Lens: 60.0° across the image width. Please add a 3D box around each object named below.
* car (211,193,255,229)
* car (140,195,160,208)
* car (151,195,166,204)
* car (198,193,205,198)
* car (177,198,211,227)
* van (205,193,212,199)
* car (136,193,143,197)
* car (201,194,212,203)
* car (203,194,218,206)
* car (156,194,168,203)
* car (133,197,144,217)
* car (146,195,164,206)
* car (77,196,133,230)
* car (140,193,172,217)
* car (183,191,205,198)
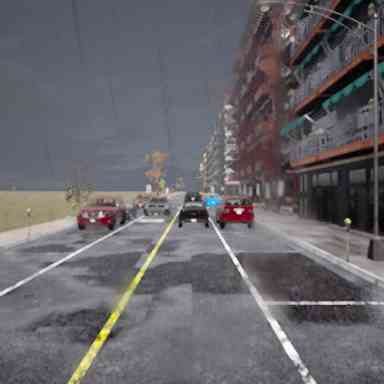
[{"bbox_3d":[2.583,1.179,20.600,2.192,1.841,5.009,1,0,0],"label":"car"},{"bbox_3d":[-5.292,1.162,42.381,1.967,1.590,4.097,1,0,0],"label":"car"},{"bbox_3d":[-5.291,1.194,53.454,1.887,1.381,4.507,1,0,0],"label":"car"},{"bbox_3d":[2.601,0.951,91.929,2.008,1.369,4.403,1,0,0],"label":"car"},{"bbox_3d":[0.106,1.364,21.671,1.837,1.490,4.892,0,1,0],"label":"car"},{"bbox_3d":[2.589,1.060,42.780,1.690,1.788,3.998,1,0,0],"label":"van"},{"bbox_3d":[-5.293,1.073,36.844,2.192,1.841,5.009,1,0,0],"label":"car"},{"bbox_3d":[2.592,1.135,59.585,1.752,1.417,4.829,1,0,0],"label":"car"},{"bbox_3d":[2.589,1.123,48.325,1.967,1.590,4.097,1,0,0],"label":"car"},{"bbox_3d":[-5.289,1.140,58.820,1.752,1.417,4.829,1,0,0],"label":"car"},{"bbox_3d":[-5.299,1.381,25.774,2.008,1.369,4.403,1,0,0],"label":"car"},{"bbox_3d":[-5.292,1.236,47.918,2.008,1.369,4.403,1,0,0],"label":"car"},{"bbox_3d":[-5.297,1.181,20.236,2.192,1.841,5.009,1,0,0],"label":"car"},{"bbox_3d":[-2.838,1.164,28.585,2.097,1.767,4.553,0,0,0],"label":"car"},{"bbox_3d":[0.115,0.947,41.217,2.150,2.045,5.566,0,0,0],"label":"car"}]
